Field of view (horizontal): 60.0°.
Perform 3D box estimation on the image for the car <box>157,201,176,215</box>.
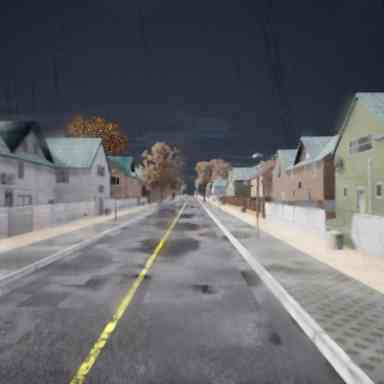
[{"bbox_3d":[-2.737,1.719,37.315,2.033,1.411,5.357,0,0,0],"label":"car"}]
